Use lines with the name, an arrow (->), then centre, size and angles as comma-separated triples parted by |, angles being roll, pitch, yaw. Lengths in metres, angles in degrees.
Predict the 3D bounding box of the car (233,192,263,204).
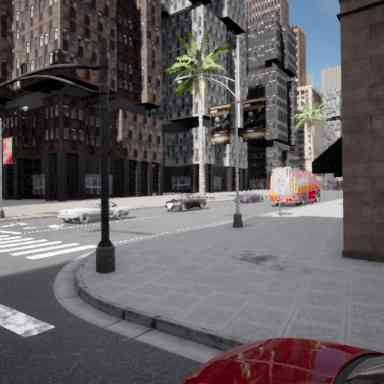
car -> 7.063, 0.687, 41.394 | 2.033, 1.411, 5.357 | -1, 1, 35

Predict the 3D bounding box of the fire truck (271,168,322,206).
fire truck -> 11.462, -0.560, 36.216 | 2.891, 3.827, 8.468 | -1, 1, 35

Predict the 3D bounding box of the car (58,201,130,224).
car -> -6.448, 1.301, 22.238 | 1.895, 1.301, 4.718 | -1, 1, 35

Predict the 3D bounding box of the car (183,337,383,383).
car -> 1.899, 1.544, 1.625 | 4.507, 1.381, 1.887 | 0, -1, 35

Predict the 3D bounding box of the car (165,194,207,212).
car -> -0.528, 0.959, 30.643 | 2.128, 1.511, 4.902 | -1, 1, 35
